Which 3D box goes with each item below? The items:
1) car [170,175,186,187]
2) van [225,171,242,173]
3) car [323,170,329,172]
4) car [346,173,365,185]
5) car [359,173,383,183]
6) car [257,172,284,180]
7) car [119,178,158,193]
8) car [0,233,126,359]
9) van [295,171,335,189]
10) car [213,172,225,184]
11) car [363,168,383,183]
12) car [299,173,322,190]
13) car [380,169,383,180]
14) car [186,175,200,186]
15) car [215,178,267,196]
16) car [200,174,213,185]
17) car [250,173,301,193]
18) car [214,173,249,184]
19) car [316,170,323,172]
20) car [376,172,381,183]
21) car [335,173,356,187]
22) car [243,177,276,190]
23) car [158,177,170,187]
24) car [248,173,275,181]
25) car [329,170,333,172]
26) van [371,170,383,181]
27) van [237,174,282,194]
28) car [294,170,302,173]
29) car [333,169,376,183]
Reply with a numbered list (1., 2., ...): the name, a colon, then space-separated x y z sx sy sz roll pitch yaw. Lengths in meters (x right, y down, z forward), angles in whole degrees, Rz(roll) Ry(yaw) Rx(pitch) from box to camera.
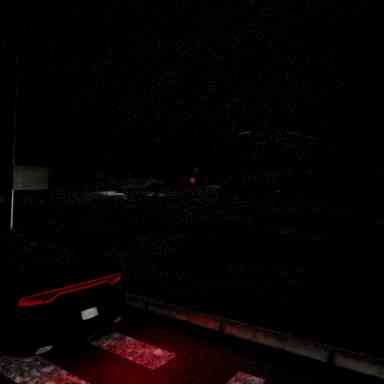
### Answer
1. car: -3.951 -1.666 53.177 4.792 1.488 2.163 2 5 30
2. van: 7.286 -2.862 62.569 4.442 1.987 1.878 2 6 31
3. car: 30.154 -4.591 80.966 4.553 1.767 2.185 2 6 31
4. car: 24.795 -1.849 53.920 4.792 1.488 2.163 4 7 32
5. car: 33.999 -2.650 61.505 5.366 1.575 1.946 4 7 31
6. car: 16.468 -3.378 69.946 5.008 1.535 2.097 2 5 31
7. car: -7.295 -0.741 43.846 4.674 1.442 1.812 -5 7 -39
8. car: -3.361 1.473 5.913 5.008 1.535 1.882 0 0 36
9. van: 17.763 -1.538 48.326 4.442 1.987 1.878 4 7 32
10. car: 2.866 -2.383 58.769 4.553 1.767 2.185 2 6 30
11. car: 31.859 -2.695 59.495 5.566 2.045 2.435 4 7 31
12. car: 15.261 -1.262 46.585 4.553 1.767 2.185 4 7 32
13. car: 41.162 -3.437 67.008 5.566 2.045 2.435 4 7 31
14. car: -1.682 -2.008 55.030 4.553 1.767 2.185 2 6 30
15. car: 5.782 -0.396 39.292 5.008 1.535 2.097 4 7 32
16. car: 0.543 -2.043 56.945 4.792 1.488 2.163 2 6 30
17. car: 10.508 -1.016 42.917 5.566 2.045 2.435 4 7 32
18. car: 6.637 -1.876 54.626 5.008 1.535 1.882 -4 6 -33
19. car: 27.855 -4.256 79.169 4.674 1.452 2.002 2 5 31
20. car: 29.493 -2.256 57.661 4.892 1.521 2.231 4 7 31
21. car: 22.410 -1.691 52.074 4.892 1.521 2.231 4 7 32
22. car: 9.679 -1.289 48.188 1.882 1.535 5.008 -4 6 -27
23. car: -6.250 -1.468 51.319 4.674 1.452 2.002 2 5 30
24. car: 14.225 -3.161 68.077 4.792 1.488 2.163 2 5 31
25. car: 32.420 -4.635 82.829 5.008 1.535 2.097 2 6 31
26. van: 36.586 -3.043 63.211 4.442 1.987 1.878 4 7 31
27. van: 8.260 -0.798 41.026 4.442 1.987 1.878 4 7 32
28. car: 21.024 -3.747 73.625 4.892 1.521 2.231 2 6 31
29. car: 27.163 -2.316 55.750 5.566 2.045 2.435 4 7 31
